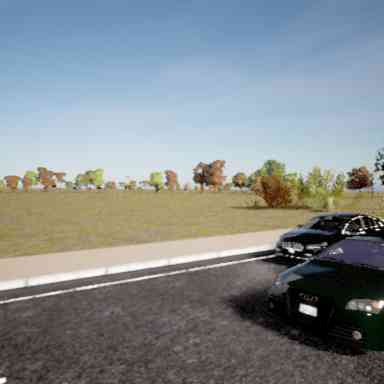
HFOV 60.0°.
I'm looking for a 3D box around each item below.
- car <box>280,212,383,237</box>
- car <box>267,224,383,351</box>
[{"bbox_3d":[4.899,1.479,11.173,4.892,1.490,1.837,0,0,-35],"label":"car"},{"bbox_3d":[3.333,1.549,6.064,4.181,1.385,1.994,0,0,-36],"label":"car"}]
